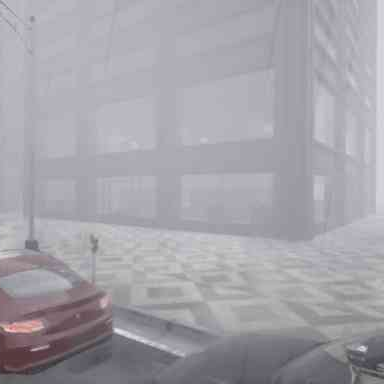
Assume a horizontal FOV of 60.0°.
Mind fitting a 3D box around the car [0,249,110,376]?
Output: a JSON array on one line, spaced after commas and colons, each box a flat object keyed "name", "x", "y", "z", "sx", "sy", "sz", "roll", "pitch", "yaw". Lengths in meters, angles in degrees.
[{"name": "car", "x": -2.989, "y": 1.561, "z": 5.099, "sx": 4.206, "sy": 1.307, "sz": 1.802, "roll": 0, "pitch": 0, "yaw": 36}]

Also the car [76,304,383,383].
[{"name": "car", "x": 1.597, "y": 1.552, "z": 1.822, "sx": 4.403, "sy": 1.369, "sz": 2.008, "roll": 0, "pitch": 0, "yaw": 36}]
